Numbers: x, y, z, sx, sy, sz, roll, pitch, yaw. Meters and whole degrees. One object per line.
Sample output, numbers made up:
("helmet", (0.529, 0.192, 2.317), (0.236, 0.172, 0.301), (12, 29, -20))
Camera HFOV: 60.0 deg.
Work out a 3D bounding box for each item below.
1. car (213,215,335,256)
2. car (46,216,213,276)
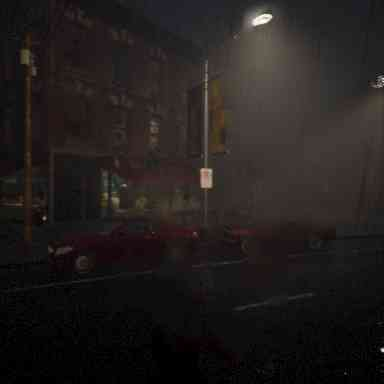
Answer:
("car", (3.096, 1.581, 12.988), (4.718, 1.301, 1.895), (0, 0, -21))
("car", (-1.947, 1.487, 10.266), (4.674, 1.452, 2.002), (0, 0, -31))
